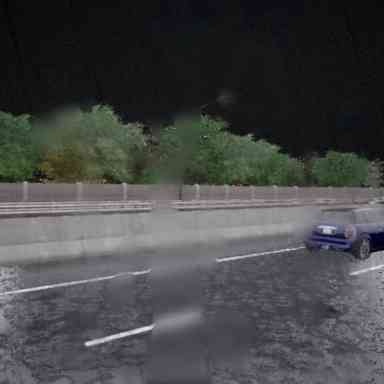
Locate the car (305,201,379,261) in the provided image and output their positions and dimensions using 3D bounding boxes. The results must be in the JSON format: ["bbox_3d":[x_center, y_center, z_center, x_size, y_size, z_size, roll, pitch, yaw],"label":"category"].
[{"bbox_3d":[6.376,1.368,12.627,4.553,1.767,2.097,0,0,-35],"label":"car"}]

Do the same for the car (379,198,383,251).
[{"bbox_3d":[7.816,1.239,9.359,5.566,2.045,2.150,0,0,-35],"label":"car"}]

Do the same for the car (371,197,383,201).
[{"bbox_3d":[28.190,1.553,49.813,4.902,1.511,2.128,0,0,-35],"label":"car"}]
